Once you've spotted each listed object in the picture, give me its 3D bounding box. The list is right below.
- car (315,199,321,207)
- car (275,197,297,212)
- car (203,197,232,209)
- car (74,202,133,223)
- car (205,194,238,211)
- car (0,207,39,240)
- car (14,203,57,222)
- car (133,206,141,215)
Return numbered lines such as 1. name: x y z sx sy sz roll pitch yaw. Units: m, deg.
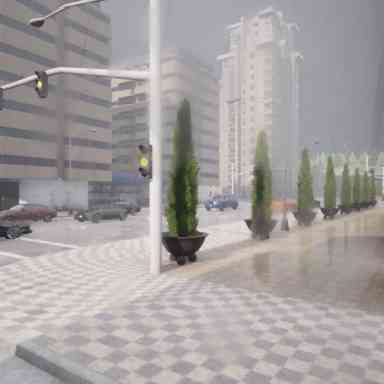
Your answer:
1. car: 17.529 1.533 49.049 1.882 1.535 5.008 0 0 35
2. car: 10.942 1.411 39.466 2.097 1.767 4.553 0 0 35
3. car: 3.720 1.560 47.781 1.837 1.490 4.892 0 0 35
4. car: -7.047 1.619 26.072 1.994 1.385 4.181 0 0 35
5. car: 3.806 1.277 41.774 2.150 2.045 5.566 0 0 35
6. car: -10.167 1.586 15.031 2.033 1.411 5.357 0 -1 35
7. car: -12.318 1.581 24.559 1.812 1.442 4.674 0 0 35
8. car: -7.167 1.656 32.060 1.895 1.301 4.718 0 0 35
